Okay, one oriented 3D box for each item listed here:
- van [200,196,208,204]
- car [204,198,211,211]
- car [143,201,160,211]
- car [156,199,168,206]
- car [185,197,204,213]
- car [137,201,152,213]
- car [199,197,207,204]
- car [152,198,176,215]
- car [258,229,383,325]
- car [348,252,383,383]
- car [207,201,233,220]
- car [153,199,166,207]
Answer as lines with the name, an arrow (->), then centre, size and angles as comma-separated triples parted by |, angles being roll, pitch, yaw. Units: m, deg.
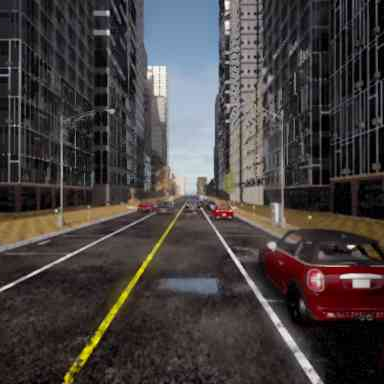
van -> 2.678, 1.832, 75.533 | 1.690, 1.788, 3.998 | 0, 0, 0
car -> 2.683, 1.888, 47.069 | 1.947, 1.339, 4.313 | 0, 0, 0
car -> -5.698, 1.905, 47.076 | 1.802, 1.307, 4.206 | 0, 0, 0
car -> -5.701, 1.992, 64.153 | 1.947, 1.339, 4.313 | 0, 0, 0
car -> 0.091, 1.776, 40.945 | 2.128, 1.511, 4.902 | 0, 0, 0
car -> -5.696, 1.832, 41.382 | 1.887, 1.381, 4.507 | 0, 0, 0
car -> 2.677, 1.962, 81.223 | 1.967, 1.590, 4.097 | 0, 0, 0
car -> -3.007, 1.770, 37.561 | 1.837, 1.490, 4.892 | 0, -1, 0
car -> 2.690, 1.494, 7.224 | 1.967, 1.590, 4.097 | 0, 0, 0
car -> 2.691, 1.452, 1.532 | 1.967, 1.590, 4.097 | 0, 0, 0
car -> 2.686, 1.759, 29.993 | 1.887, 1.381, 4.507 | 0, 0, 0
car -> -5.700, 1.937, 58.460 | 1.887, 1.381, 4.507 | 0, 0, 0
